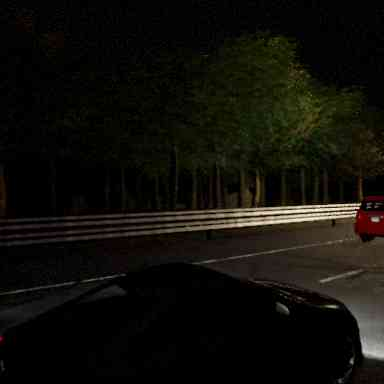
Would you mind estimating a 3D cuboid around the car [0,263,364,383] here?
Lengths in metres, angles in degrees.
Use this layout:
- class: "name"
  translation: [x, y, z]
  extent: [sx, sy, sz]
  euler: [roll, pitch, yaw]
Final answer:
- class: "car"
  translation: [0.105, 1.562, 3.822]
  extent: [4.181, 1.385, 1.994]
  euler: [0, 0, -35]

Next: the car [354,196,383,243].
- class: "car"
  translation: [9.492, 1.191, 14.816]
  extent: [5.566, 2.045, 2.150]
  euler: [0, 0, -35]
